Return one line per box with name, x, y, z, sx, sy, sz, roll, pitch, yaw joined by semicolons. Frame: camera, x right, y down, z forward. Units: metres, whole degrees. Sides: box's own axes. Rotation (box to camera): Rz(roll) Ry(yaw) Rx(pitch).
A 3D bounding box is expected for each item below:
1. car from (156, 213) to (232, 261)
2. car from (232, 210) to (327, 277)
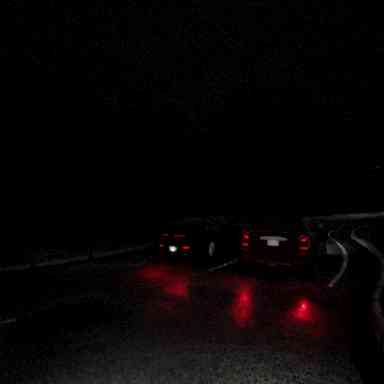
car;0.446;1.572;12.774;1.837;1.490;4.892;0;0;26
car;3.127;1.405;10.858;2.097;1.767;4.553;0;0;26
